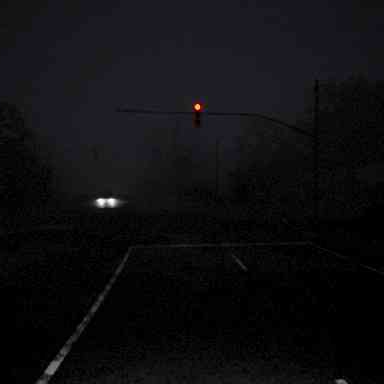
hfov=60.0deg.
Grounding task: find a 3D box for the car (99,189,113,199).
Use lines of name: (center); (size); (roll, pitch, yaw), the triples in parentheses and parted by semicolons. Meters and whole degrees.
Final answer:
car: (-12.634, 0.250, 48.702); (1.895, 1.301, 4.718); (-1, 2, -18)
